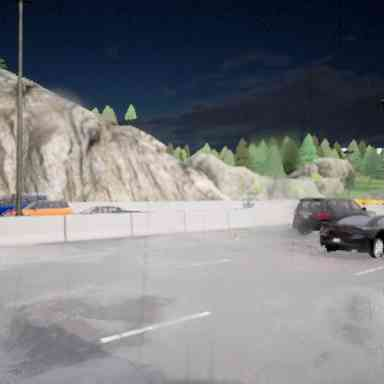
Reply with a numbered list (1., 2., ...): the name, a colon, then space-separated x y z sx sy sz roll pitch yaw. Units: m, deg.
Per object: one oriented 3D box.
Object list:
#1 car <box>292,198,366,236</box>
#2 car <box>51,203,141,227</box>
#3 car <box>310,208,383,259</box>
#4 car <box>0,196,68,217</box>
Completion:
1. car: 7.783 1.329 17.932 5.566 2.045 2.150 0 0 -36
2. car: -5.795 1.600 21.363 5.357 1.411 2.033 0 0 -36
3. car: 7.089 1.564 13.130 5.008 1.535 1.882 0 0 -36
4. car: -10.286 1.386 22.452 4.553 1.767 2.097 0 0 -36
